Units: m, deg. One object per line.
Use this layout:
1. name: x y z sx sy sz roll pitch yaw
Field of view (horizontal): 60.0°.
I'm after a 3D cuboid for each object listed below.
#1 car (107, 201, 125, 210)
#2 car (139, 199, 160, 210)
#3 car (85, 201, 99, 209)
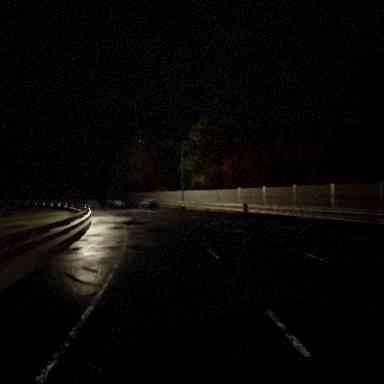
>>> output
1. car: -12.872 2.216 56.372 1.994 1.385 4.181 0 -1 -32
2. car: -6.858 1.949 52.900 2.097 1.767 4.553 0 -1 -28
3. car: -17.155 2.193 56.617 1.812 1.442 4.674 0 -1 -33
